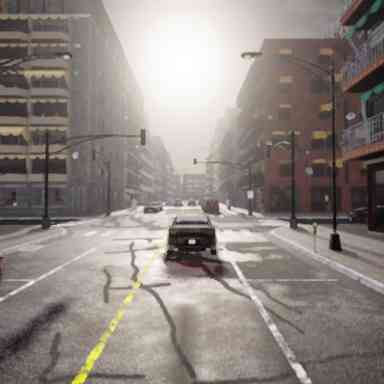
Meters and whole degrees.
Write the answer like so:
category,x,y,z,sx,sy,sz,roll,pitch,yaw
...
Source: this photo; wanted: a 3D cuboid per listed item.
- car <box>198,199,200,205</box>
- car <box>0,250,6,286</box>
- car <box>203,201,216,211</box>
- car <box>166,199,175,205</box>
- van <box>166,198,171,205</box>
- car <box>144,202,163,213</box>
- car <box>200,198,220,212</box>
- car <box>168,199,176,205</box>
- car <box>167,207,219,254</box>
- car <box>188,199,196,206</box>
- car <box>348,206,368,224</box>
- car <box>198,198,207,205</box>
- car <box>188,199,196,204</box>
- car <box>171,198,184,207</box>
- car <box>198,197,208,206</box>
category,x,y,z,sx,sy,sz,roll,pitch,yaw
car,2.585,1.918,55.694,2.192,1.841,5.009,1,-1,0
car,-5.300,1.652,6.443,1.802,1.307,4.206,1,-1,0
car,2.583,2.066,50.296,1.752,1.417,4.829,1,-1,0
car,-5.300,2.536,83.451,2.008,1.369,4.403,1,-1,0
van,-5.296,2.239,77.890,1.690,1.788,3.998,1,-1,0
car,-5.298,2.043,44.521,1.947,1.339,4.313,1,-1,0
car,2.586,1.793,44.570,2.192,1.841,5.009,1,-1,0
car,-5.299,2.595,88.843,1.752,1.417,4.829,1,-1,0
car,-0.006,1.631,14.238,1.882,1.535,5.008,0,0,0
car,0.003,2.437,74.595,1.895,1.301,4.718,0,-1,0
car,13.745,1.693,24.288,4.403,1.369,2.008,0,-2,0
car,2.581,2.426,83.488,1.967,1.590,4.097,1,-1,0
car,0.004,2.386,84.575,1.994,1.385,4.181,0,-1,0
car,-2.753,2.244,66.912,1.837,1.490,4.892,0,-1,0
car,2.583,2.214,77.926,2.192,1.841,5.009,1,-1,0
